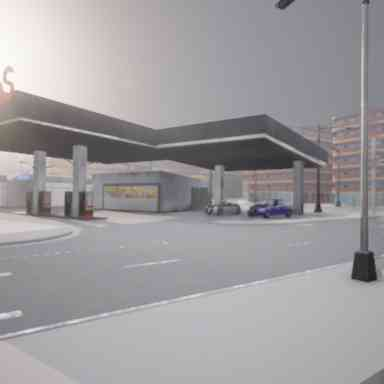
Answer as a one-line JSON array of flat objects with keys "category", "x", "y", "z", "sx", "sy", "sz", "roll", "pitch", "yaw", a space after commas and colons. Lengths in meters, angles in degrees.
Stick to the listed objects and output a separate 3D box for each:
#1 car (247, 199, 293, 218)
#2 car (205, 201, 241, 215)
[{"category": "car", "x": 7.244, "y": 1.516, "z": 30.794, "sx": 4.611, "sy": 1.667, "sz": 2.242, "roll": 1, "pitch": 0, "yaw": -35}, {"category": "car", "x": 3.285, "y": 1.670, "z": 35.027, "sx": 3.806, "sy": 1.475, "sz": 1.970, "roll": 1, "pitch": 0, "yaw": -35}]
